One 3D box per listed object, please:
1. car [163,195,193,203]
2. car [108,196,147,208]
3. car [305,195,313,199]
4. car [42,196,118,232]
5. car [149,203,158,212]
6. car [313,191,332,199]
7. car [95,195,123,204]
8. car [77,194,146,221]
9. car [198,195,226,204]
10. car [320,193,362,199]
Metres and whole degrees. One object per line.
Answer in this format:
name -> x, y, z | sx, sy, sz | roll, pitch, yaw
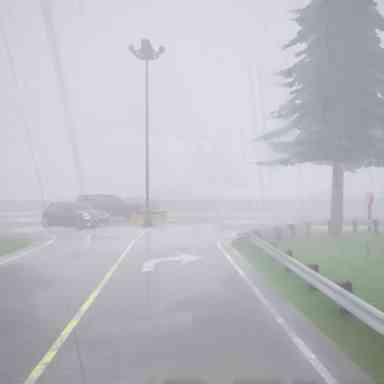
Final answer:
car -> -2.204, 1.245, 51.083 | 4.674, 1.442, 1.812 | 0, 1, -3
car -> -8.397, 1.307, 43.737 | 4.892, 1.490, 1.837 | 0, 1, -3
car -> 21.991, 0.848, 55.863 | 5.566, 2.045, 2.150 | 0, 1, -3
car -> -7.168, 1.368, 20.578 | 4.553, 1.767, 2.097 | 0, 1, 31
car -> -5.874, 1.386, 33.158 | 4.902, 1.511, 2.128 | 0, 1, -3
car -> 22.162, 1.007, 52.380 | 4.553, 1.767, 2.097 | 0, 1, -3
car -> -13.458, 1.279, 53.975 | 4.181, 1.385, 1.994 | 0, 1, -3
car -> -6.433, 1.183, 26.114 | 5.566, 2.045, 2.150 | 0, 1, -3
car -> 3.297, 1.198, 54.879 | 4.674, 1.442, 1.812 | 0, 1, -3
car -> 20.644, 1.219, 45.309 | 4.902, 1.511, 2.128 | 0, 1, -3
